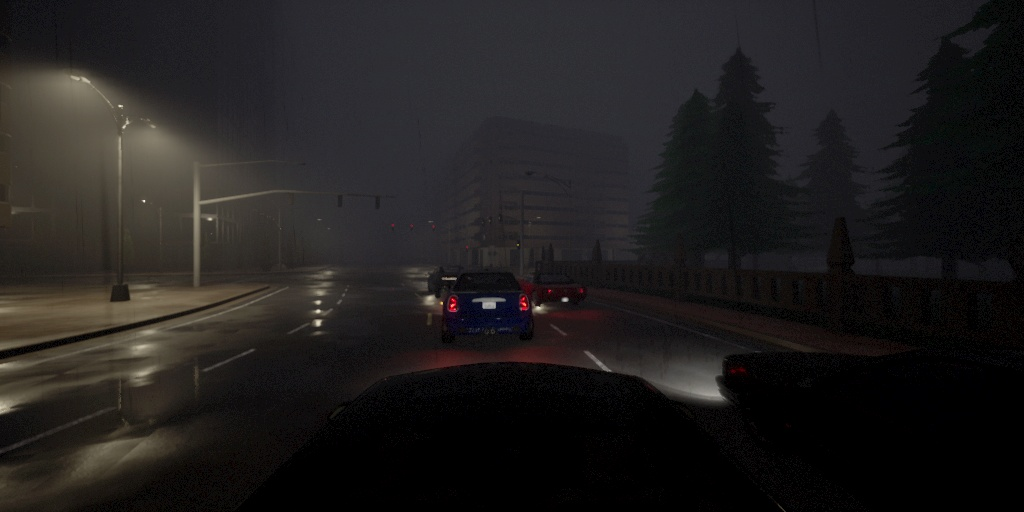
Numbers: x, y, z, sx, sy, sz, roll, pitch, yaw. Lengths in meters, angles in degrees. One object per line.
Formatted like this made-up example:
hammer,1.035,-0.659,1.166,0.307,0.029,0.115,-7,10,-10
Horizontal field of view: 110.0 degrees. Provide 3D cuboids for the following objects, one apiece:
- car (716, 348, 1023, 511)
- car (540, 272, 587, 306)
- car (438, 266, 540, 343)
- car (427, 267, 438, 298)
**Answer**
car,3.408,1.297,2.026,2.033,1.411,5.357,0,0,2
car,1.401,1.361,15.709,1.895,1.301,4.718,0,0,-16
car,-0.806,1.108,9.974,2.097,1.767,4.553,0,0,-8
car,-3.262,1.253,18.630,2.128,1.511,4.902,0,0,-19
